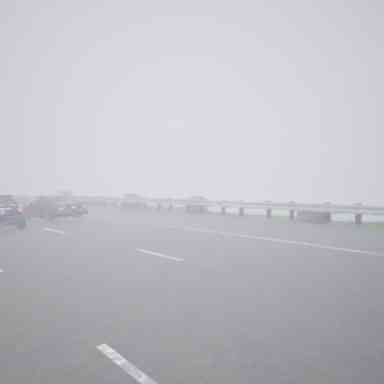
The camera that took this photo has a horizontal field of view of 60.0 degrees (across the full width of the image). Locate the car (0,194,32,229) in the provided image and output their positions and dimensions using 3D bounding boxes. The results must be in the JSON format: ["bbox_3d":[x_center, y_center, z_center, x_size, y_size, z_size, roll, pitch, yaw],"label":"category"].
[{"bbox_3d":[-9.790,0.903,15.895,4.553,1.767,2.097,0,4,43],"label":"car"}]

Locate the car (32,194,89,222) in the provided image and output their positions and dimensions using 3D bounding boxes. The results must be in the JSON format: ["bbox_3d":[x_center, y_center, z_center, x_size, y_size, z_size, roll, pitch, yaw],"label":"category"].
[{"bbox_3d":[-8.014,0.845,19.072,5.357,1.411,2.033,0,4,43],"label":"car"}]
